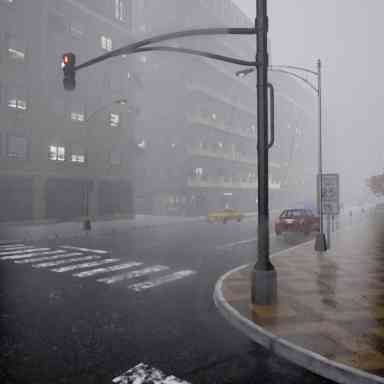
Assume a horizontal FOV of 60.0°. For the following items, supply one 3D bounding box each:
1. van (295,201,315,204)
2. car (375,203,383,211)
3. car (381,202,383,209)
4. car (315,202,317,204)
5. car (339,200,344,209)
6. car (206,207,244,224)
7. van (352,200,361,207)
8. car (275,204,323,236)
[{"bbox_3d":[16.134,2.173,48.321,1.690,1.788,3.998,-2,-2,35],"label":"van"},{"bbox_3d":[32.699,2.582,57.381,1.947,1.339,4.313,-2,-2,35],"label":"car"},{"bbox_3d":[39.209,2.744,66.615,2.008,1.369,4.403,-2,-2,35],"label":"car"},{"bbox_3d":[19.390,2.360,52.936,1.967,1.590,4.097,-2,-2,35],"label":"car"},{"bbox_3d":[29.154,2.501,66.792,2.192,1.841,5.009,-2,-2,35],"label":"car"},{"bbox_3d":[3.018,2.001,29.708,1.752,1.417,4.829,-2,-2,35],"label":"car"},{"bbox_3d":[42.138,2.882,85.285,1.690,1.788,3.998,-2,-2,35],"label":"van"},{"bbox_3d":[6.658,1.750,20.445,1.967,1.590,4.097,-2,-2,35],"label":"car"}]
